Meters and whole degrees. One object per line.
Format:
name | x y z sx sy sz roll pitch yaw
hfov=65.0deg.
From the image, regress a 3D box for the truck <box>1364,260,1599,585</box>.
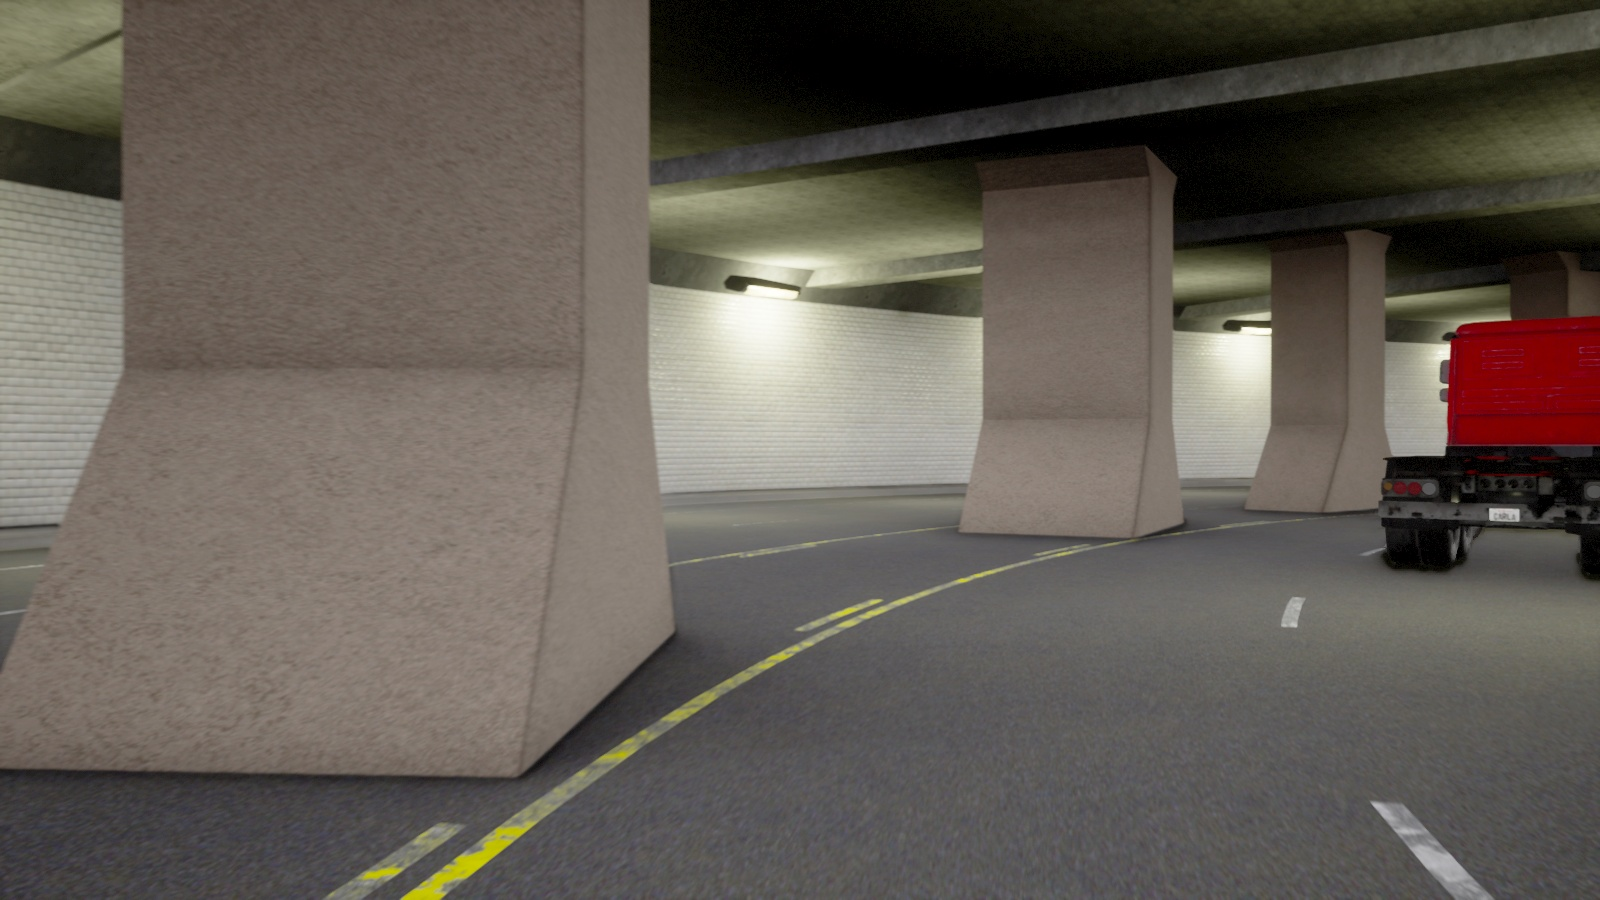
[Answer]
truck | 10.078 -0.312 17.121 2.891 3.462 7.936 0 0 35
